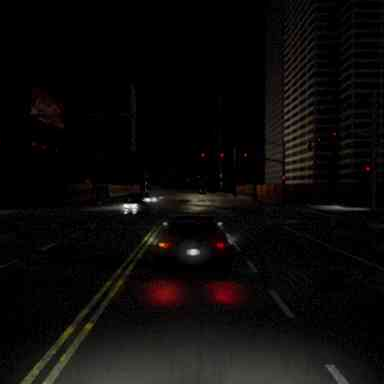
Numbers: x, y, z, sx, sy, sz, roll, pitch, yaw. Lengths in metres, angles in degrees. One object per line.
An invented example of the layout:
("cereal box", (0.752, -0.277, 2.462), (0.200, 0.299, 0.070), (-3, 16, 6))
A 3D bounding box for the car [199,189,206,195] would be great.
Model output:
("car", (2.791, 0.022, 89.911), (2.128, 1.511, 4.902), (0, 1, 0))

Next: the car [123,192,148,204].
("car", (-7.773, 0.746, 44.615), (2.128, 1.511, 4.902), (0, 1, 4))

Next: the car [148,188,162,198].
("car", (-7.509, 0.435, 63.352), (2.128, 1.511, 4.902), (0, 1, 0))

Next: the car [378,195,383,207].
("car", (21.990, 0.925, 33.486), (4.902, 1.511, 2.128), (0, 1, -1))

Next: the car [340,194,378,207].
("car", (19.429, 0.924, 36.955), (5.357, 1.411, 2.033), (0, 1, -1))

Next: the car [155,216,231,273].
("car", (0.021, 1.393, 10.069), (1.994, 1.385, 4.181), (0, 1, 0))

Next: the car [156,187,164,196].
("car", (-7.584, -0.013, 74.204), (2.150, 2.045, 5.566), (0, 1, 0))
